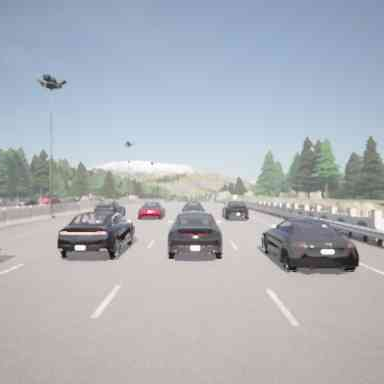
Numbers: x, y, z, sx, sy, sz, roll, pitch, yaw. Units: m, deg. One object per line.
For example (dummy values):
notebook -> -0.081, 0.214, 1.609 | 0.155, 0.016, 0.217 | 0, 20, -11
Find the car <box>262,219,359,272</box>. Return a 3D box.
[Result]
car -> 3.601, 1.553, 10.814 | 1.994, 1.385, 4.181 | 0, 0, 0

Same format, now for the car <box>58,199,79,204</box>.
car -> -21.017, 1.754, 57.283 | 2.033, 1.411, 5.357 | 0, -1, 1

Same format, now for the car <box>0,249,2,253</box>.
car -> -6.899, 1.538, 7.965 | 2.033, 1.411, 5.357 | 0, 0, 0

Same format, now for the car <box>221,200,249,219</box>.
car -> 3.607, 1.477, 28.287 | 1.837, 1.490, 4.892 | 0, 0, 0

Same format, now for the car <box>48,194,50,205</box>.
car -> -24.516, 1.427, 57.207 | 2.150, 2.045, 5.566 | 0, -1, 1

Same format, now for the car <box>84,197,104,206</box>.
car -> -17.508, 1.742, 59.881 | 2.128, 1.511, 4.902 | 0, -1, 1

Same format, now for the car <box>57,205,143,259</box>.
car -> -3.398, 1.478, 12.540 | 2.128, 1.511, 4.902 | 0, 0, 0

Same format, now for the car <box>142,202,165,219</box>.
car -> -3.393, 1.535, 28.561 | 1.994, 1.385, 4.181 | 0, 0, 0

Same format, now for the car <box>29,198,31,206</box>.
car -> -28.014, 1.730, 57.233 | 1.812, 1.442, 4.674 | 0, -1, 1

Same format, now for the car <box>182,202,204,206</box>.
car -> 0.107, 1.536, 28.837 | 1.994, 1.385, 4.181 | 0, 0, 0

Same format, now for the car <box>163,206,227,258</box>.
car -> 0.102, 1.491, 12.745 | 1.837, 1.490, 4.892 | 0, 0, 0

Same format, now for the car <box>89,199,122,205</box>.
car -> -6.893, 1.463, 28.158 | 2.128, 1.511, 4.902 | 0, 0, 0
